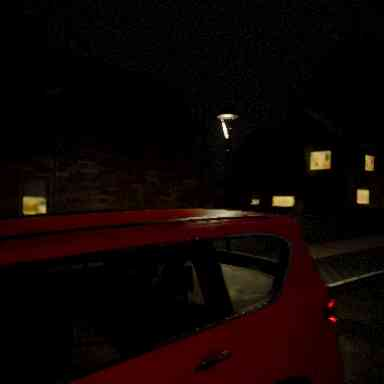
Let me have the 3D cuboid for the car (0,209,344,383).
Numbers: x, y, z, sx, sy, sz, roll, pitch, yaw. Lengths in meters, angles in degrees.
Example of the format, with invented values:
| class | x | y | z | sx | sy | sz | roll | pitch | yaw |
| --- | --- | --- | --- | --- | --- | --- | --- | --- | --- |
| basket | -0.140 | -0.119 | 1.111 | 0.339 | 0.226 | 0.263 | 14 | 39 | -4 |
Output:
| class | x | y | z | sx | sy | sz | roll | pitch | yaw |
| --- | --- | --- | --- | --- | --- | --- | --- | --- | --- |
| car | -1.307 | 1.213 | 2.122 | 5.566 | 2.045 | 2.150 | -1 | 1 | -36 |
